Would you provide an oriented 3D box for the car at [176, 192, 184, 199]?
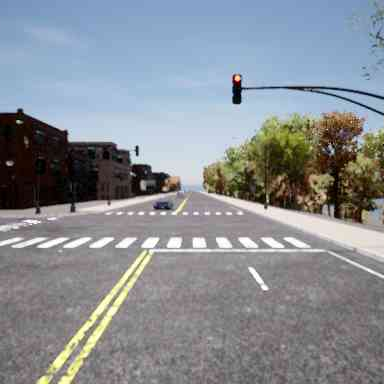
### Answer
[{"bbox_3d":[-2.970,0.764,82.347,2.097,1.767,4.553,0,0,0],"label":"car"}]

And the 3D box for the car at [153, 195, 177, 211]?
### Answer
[{"bbox_3d":[-3.078,1.347,36.565,1.994,1.385,4.181,0,1,0],"label":"car"}]
